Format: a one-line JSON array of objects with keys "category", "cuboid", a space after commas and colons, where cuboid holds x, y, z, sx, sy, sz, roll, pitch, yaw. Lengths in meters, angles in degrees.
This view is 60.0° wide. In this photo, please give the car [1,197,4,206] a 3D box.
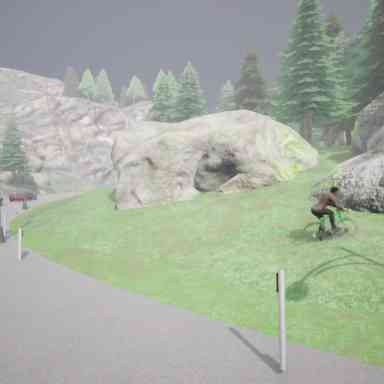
[{"category": "car", "cuboid": [-20.914, 0.784, 34.037, 1.882, 1.535, 5.008, 0, 2, -11]}]

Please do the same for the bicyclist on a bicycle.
[{"category": "bicyclist on a bicycle", "cuboid": [3.805, 0.670, 9.215, 1.656, 1.620, 0.582, -7, 11, -6]}]

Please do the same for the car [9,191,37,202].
[{"category": "car", "cuboid": [-22.209, 0.503, 43.875, 1.994, 1.385, 4.181, 0, 2, 0]}]
